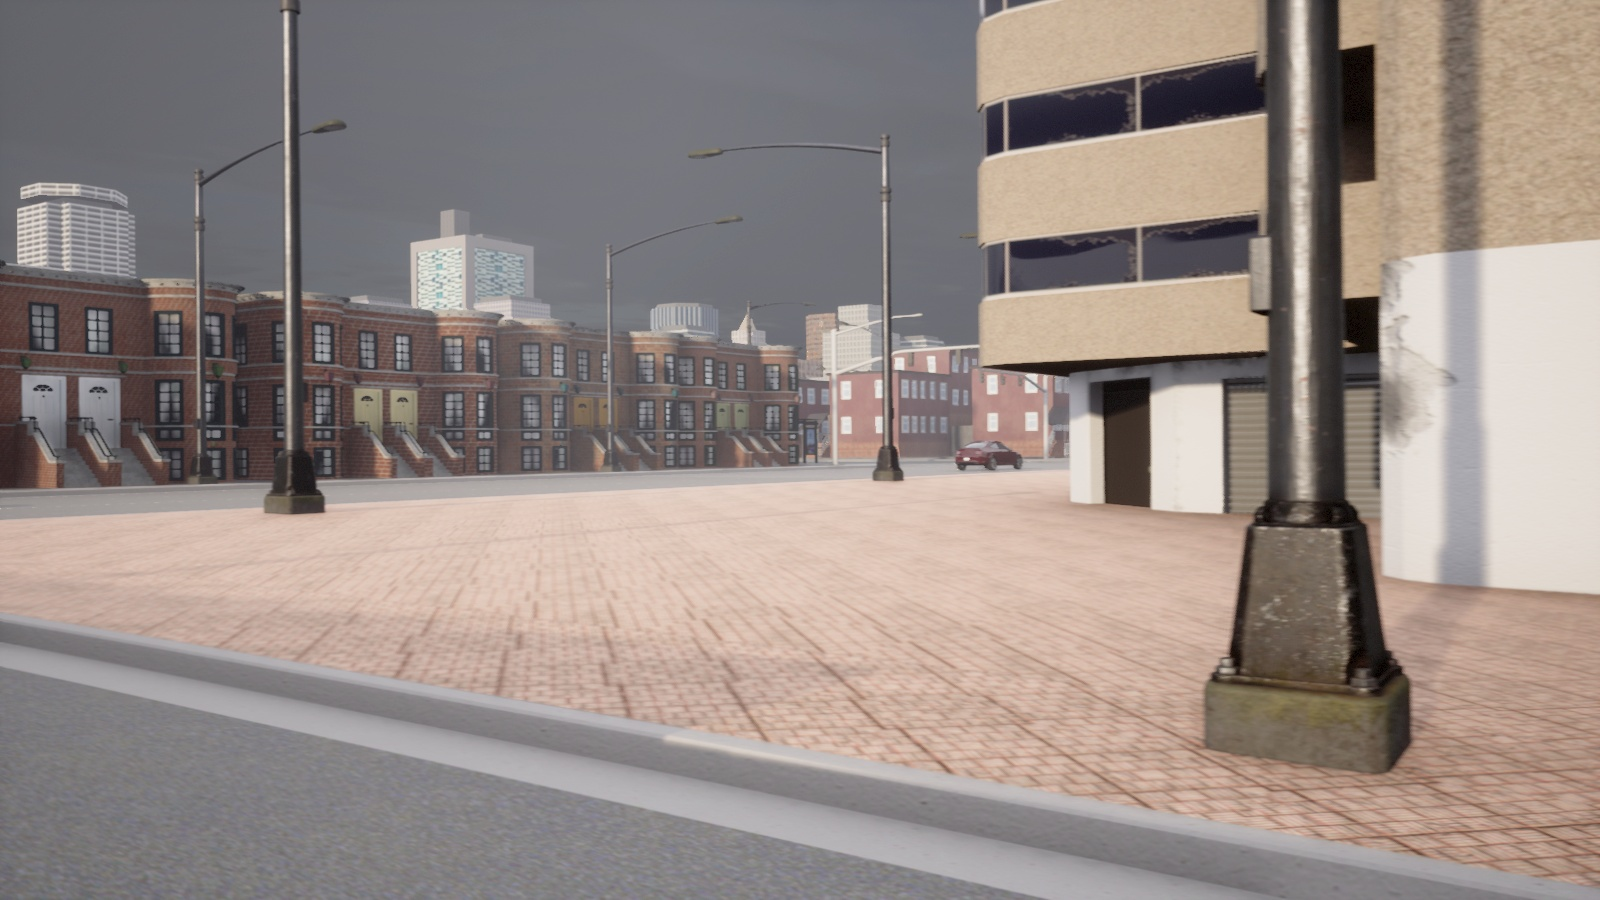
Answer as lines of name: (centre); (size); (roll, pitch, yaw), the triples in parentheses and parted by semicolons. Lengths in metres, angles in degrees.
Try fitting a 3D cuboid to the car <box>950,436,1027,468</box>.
car: (9.219, 0.088, 61.131); (1.812, 1.442, 4.674); (-1, 0, 35)
